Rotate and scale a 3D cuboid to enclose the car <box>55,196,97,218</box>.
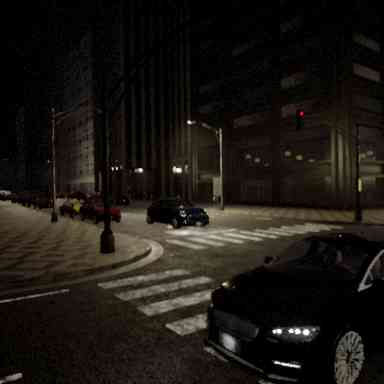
[{"bbox_3d":[-9.587,1.289,27.409,1.752,1.417,4.829,-1,1,-36],"label":"car"}]

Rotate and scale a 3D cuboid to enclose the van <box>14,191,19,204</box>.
[{"bbox_3d":[-22.854,0.906,45.789,1.690,1.788,3.998,-1,1,-36],"label":"van"}]

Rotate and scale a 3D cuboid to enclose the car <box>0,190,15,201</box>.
[{"bbox_3d":[-32.729,0.840,59.473,1.967,1.590,4.097,-1,1,-36],"label":"car"}]

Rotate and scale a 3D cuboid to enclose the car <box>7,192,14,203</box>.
[{"bbox_3d":[-26.145,1.062,50.352,2.008,1.369,4.403,-1,1,-36],"label":"car"}]

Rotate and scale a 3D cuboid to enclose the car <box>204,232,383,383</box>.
[{"bbox_3d":[2.426,1.461,5.290,4.902,1.511,2.128,-1,0,-35],"label":"car"}]

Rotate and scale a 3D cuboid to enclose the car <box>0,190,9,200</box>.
[{"bbox_3d":[-39.312,0.600,68.592,2.192,1.841,5.009,-1,1,-36],"label":"car"}]

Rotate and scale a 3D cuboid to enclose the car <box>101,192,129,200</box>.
[{"bbox_3d":[-9.356,1.068,41.656,1.947,1.339,4.313,-1,1,-36],"label":"car"}]

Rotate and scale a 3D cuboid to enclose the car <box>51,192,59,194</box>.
[{"bbox_3d":[-22.146,0.691,49.666,2.150,2.045,5.566,-1,1,-36],"label":"car"}]

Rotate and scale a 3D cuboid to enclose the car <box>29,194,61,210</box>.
[{"bbox_3d":[-16.270,1.211,36.669,1.887,1.381,4.507,-1,1,-36],"label":"car"}]

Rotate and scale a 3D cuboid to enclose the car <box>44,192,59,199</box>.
[{"bbox_3d":[-29.105,0.723,69.019,1.887,1.381,4.507,-1,1,-36],"label":"car"}]

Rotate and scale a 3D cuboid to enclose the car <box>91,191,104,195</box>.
[{"bbox_3d":[-12.648,0.767,46.213,2.192,1.841,5.009,-1,1,-36],"label":"car"}]

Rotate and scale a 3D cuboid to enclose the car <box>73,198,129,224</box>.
[{"bbox_3d":[-6.394,1.352,22.986,1.887,1.381,4.507,-1,1,-36],"label":"car"}]

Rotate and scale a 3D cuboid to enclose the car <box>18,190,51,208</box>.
[{"bbox_3d":[-19.562,0.931,41.227,2.192,1.841,5.009,-1,1,-36],"label":"car"}]

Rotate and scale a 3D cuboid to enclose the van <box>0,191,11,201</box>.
[{"bbox_3d":[-36.020,0.684,64.032,1.690,1.788,3.998,-1,1,-36],"label":"van"}]

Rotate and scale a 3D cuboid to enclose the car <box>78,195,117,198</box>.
[{"bbox_3d":[-9.081,1.250,31.412,1.994,1.385,4.181,-1,1,-36],"label":"car"}]

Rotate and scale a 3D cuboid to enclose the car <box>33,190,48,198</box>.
[{"bbox_3d":[-35.689,0.378,78.137,2.192,1.841,5.009,-1,1,-36],"label":"car"}]

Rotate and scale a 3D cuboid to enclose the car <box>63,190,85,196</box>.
[{"bbox_3d":[-19.231,0.662,55.334,2.192,1.841,5.009,-1,1,-36],"label":"car"}]

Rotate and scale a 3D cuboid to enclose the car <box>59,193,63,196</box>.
[{"bbox_3d":[-25.813,0.817,64.459,1.802,1.307,4.206,-1,1,-36],"label":"car"}]

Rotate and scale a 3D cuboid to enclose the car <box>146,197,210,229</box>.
[{"bbox_3d":[-0.939,1.150,20.122,2.097,1.767,4.553,-1,1,-36],"label":"car"}]
